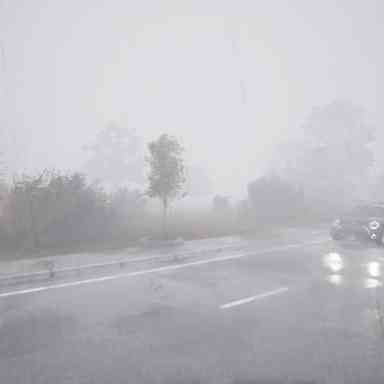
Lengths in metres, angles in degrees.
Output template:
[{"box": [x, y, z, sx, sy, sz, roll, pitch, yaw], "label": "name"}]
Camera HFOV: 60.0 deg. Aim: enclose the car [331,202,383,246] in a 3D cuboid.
[{"box": [8.391, 1.373, 15.601, 4.553, 1.767, 2.097, 0, 0, -42], "label": "car"}]
